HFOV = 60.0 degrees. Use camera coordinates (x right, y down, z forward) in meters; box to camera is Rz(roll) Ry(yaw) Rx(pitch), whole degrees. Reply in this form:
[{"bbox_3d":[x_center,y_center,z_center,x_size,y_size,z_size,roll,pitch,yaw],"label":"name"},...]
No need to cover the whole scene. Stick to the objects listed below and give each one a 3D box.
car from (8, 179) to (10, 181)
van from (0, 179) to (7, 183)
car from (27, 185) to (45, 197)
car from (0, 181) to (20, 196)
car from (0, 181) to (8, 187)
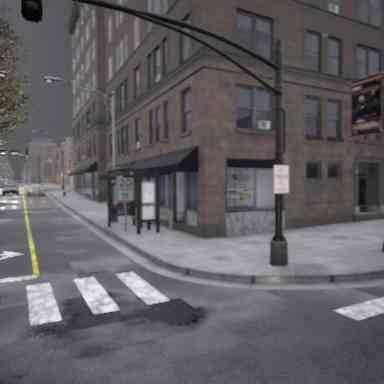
[{"bbox_3d":[-40.670,-1.846,70.770,2.192,1.841,5.009,1,2,-27],"label":"car"},{"bbox_3d":[-36.844,-1.517,63.406,1.690,1.788,3.998,1,2,-27],"label":"van"},{"bbox_3d":[-19.868,-0.231,42.400,1.812,1.442,4.674,-1,4,-27],"label":"car"},{"bbox_3d":[-23.662,-0.357,43.650,2.033,1.411,5.357,-1,4,-27],"label":"car"},{"bbox_3d":[-45.554,-1.993,80.157,1.887,1.381,4.507,1,2,-27],"label":"car"}]
